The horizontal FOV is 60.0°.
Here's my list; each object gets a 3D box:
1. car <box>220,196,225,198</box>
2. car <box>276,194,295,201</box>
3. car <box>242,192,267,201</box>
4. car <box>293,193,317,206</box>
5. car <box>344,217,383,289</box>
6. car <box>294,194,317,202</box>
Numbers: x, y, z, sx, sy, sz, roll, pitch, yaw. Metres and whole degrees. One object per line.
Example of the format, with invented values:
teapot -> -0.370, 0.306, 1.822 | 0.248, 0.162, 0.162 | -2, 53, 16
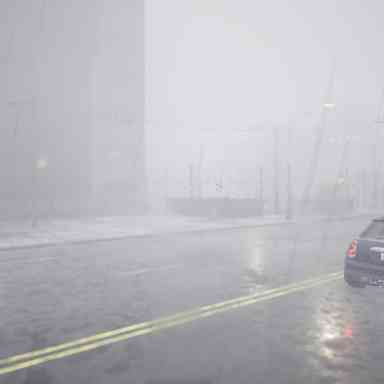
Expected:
car -> 4.778, 1.366, 60.937 | 4.718, 1.301, 1.895 | 0, 0, -36
car -> 19.498, 1.155, 69.456 | 3.806, 1.475, 1.970 | 0, 0, -36
car -> 14.379, 0.932, 76.310 | 5.566, 2.045, 2.435 | 0, 0, -36
car -> 15.542, 1.045, 46.385 | 4.553, 1.767, 2.185 | 0, 0, -36
car -> 5.653, 1.304, 7.846 | 4.553, 1.767, 2.097 | 0, 0, -35
car -> 22.413, 1.123, 65.460 | 4.674, 1.452, 2.002 | 0, 0, -36
